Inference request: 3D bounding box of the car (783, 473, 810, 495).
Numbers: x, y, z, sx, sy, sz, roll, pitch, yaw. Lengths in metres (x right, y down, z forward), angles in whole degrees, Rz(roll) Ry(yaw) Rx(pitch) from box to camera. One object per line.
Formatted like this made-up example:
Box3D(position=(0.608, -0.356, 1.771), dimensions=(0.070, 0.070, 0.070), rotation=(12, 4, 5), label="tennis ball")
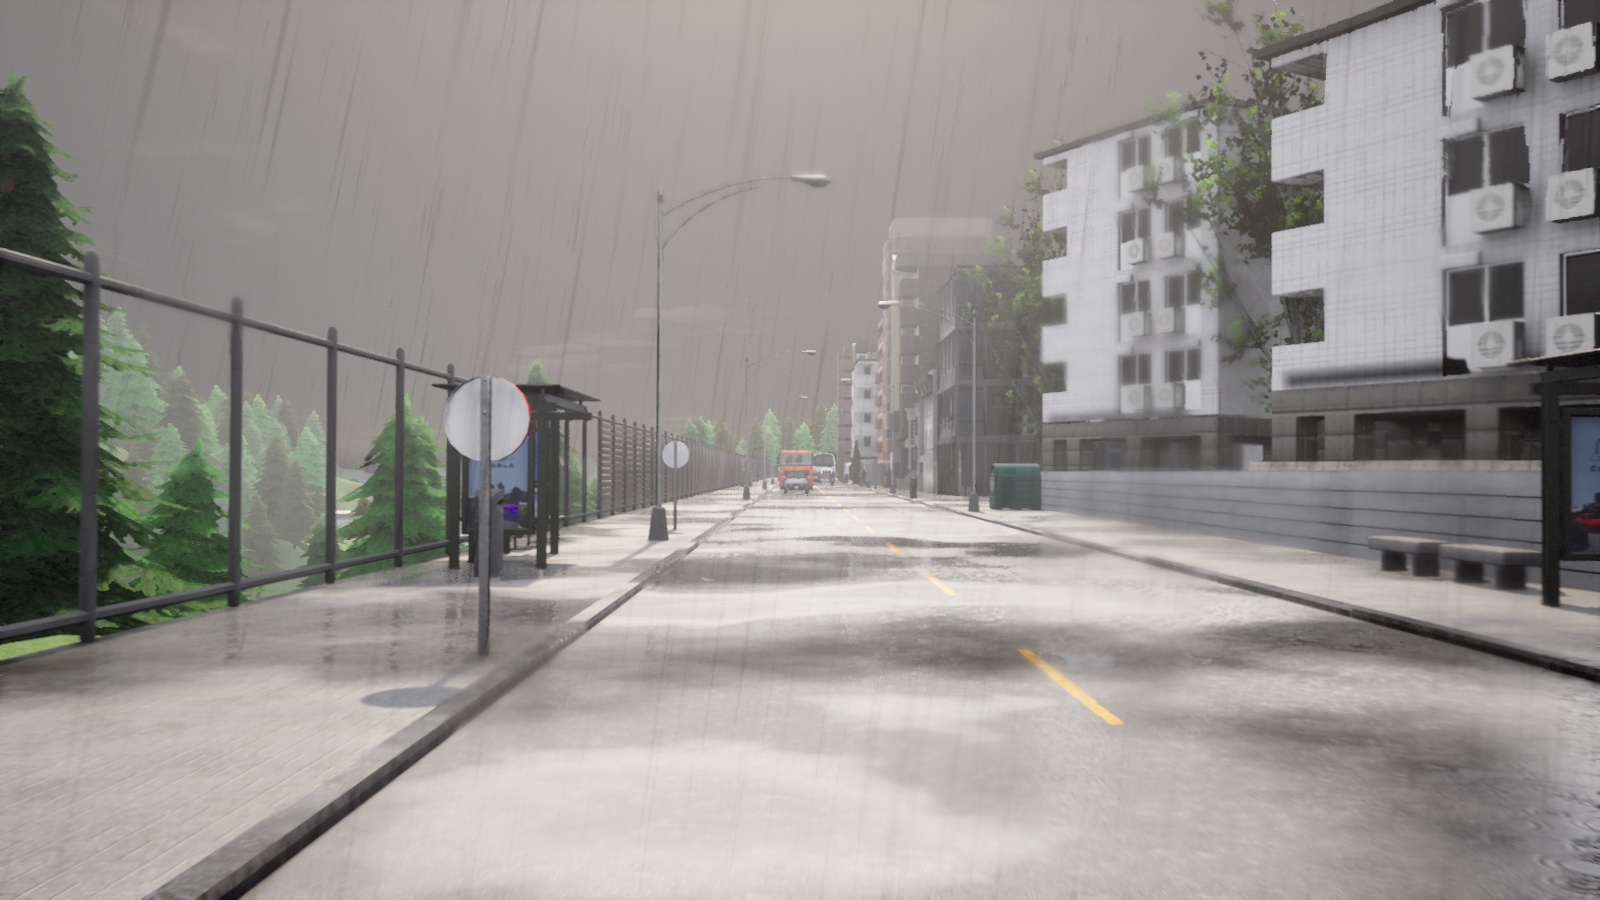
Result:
Box3D(position=(-0.230, 2.357, 88.299), dimensions=(1.816, 1.474, 4.193), rotation=(0, -1, 0), label="car")
